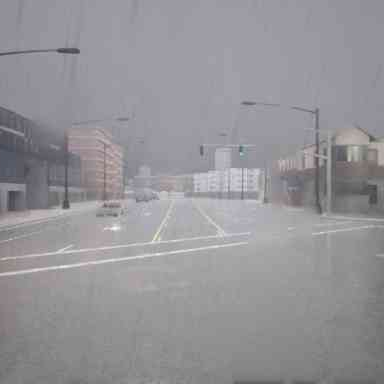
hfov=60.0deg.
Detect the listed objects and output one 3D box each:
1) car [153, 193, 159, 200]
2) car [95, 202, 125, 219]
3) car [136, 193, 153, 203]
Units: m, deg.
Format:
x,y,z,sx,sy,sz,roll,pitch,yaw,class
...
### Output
x,y,z,sx,sy,sz,roll,pitch,yaw,class
-9.228,1.068,80.623,2.097,1.767,4.553,0,-1,-2,car
-7.470,1.647,30.489,1.895,1.301,4.718,0,1,-2,car
-8.369,1.091,56.160,2.128,1.511,4.902,0,1,-2,car
